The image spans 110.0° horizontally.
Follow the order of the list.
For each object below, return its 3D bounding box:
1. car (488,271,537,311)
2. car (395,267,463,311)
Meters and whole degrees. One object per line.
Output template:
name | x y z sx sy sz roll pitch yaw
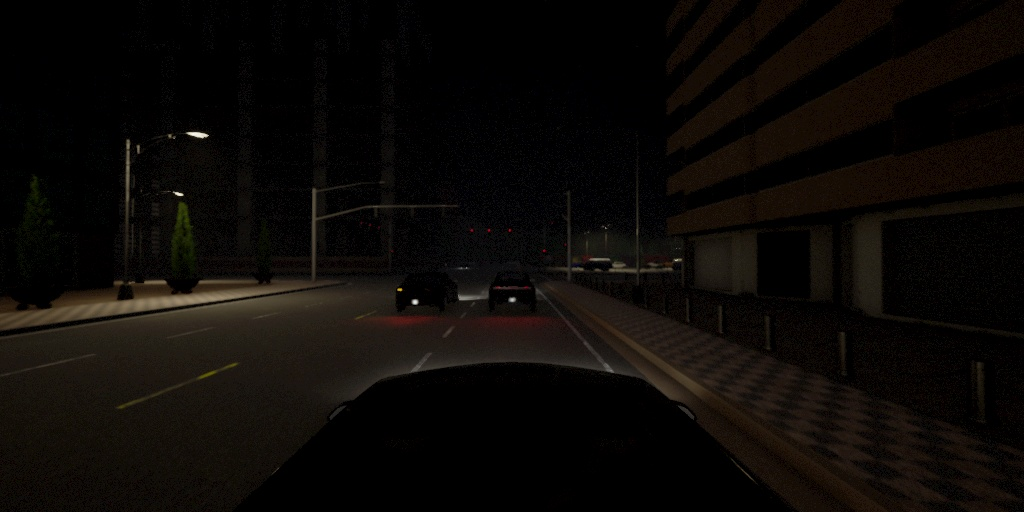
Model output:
car | 0.016 1.393 15.334 2.128 1.511 4.902 0 0 0
car | -3.484 1.407 15.339 1.837 1.490 4.892 0 0 0
